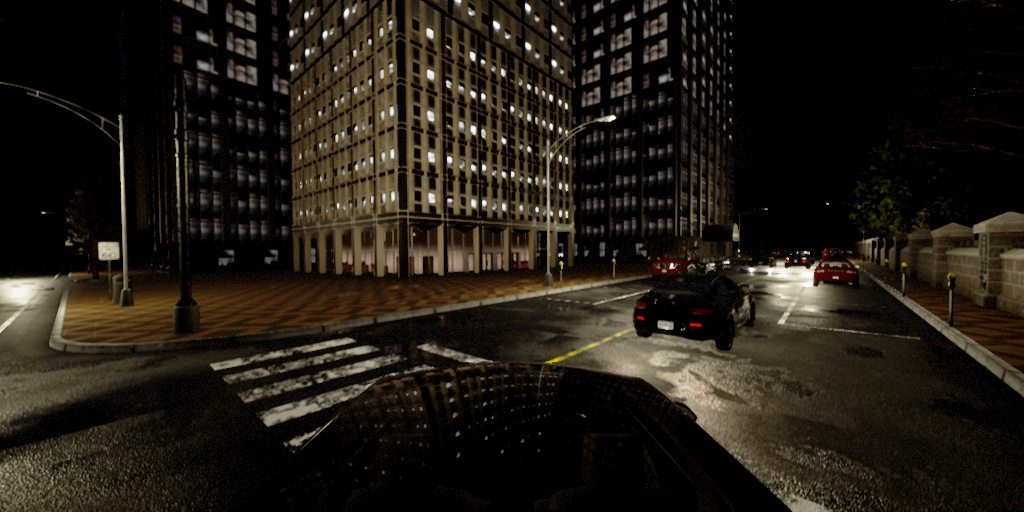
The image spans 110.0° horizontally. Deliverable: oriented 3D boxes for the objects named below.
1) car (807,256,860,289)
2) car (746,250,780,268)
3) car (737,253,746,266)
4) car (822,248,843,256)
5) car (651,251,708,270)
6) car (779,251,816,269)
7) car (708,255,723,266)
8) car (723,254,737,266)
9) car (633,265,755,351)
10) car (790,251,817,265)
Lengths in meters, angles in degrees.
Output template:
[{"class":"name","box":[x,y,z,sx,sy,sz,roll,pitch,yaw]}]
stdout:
[{"class":"car","box":[17.005,0.861,18.871,1.888,1.381,4.507,0,0,42]},{"class":"car","box":[25.801,0.403,36.771,1.837,1.490,4.892,1,2,42]},{"class":"car","box":[25.677,0.346,40.505,1.751,1.417,4.829,0,0,42]},{"class":"car","box":[42.692,-0.127,47.797,2.192,1.841,5.009,0,0,42]},{"class":"car","box":[11.112,0.566,24.103,2.192,1.841,5.009,0,0,42]},{"class":"car","box":[27.379,0.485,34.302,2.033,1.411,5.357,1,2,42]},{"class":"car","box":[14.782,0.695,28.235,2.007,1.370,4.403,0,0,42]},{"class":"car","box":[18.452,0.588,32.367,2.007,1.370,4.403,0,0,42]},{"class":"car","box":[4.489,1.125,8.631,1.812,1.442,4.674,1,2,42]},{"class":"car","box":[34.439,0.218,42.295,2.128,1.511,4.902,1,2,42]}]
